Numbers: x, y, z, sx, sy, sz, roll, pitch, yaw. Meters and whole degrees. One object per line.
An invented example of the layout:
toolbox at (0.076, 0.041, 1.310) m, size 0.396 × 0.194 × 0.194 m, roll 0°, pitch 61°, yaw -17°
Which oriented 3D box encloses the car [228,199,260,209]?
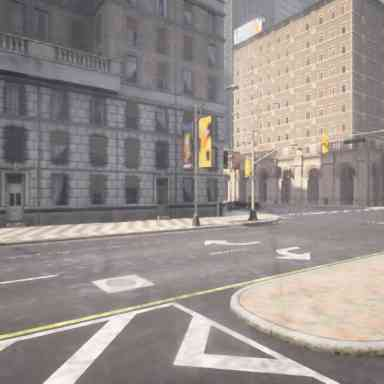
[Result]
car at (7.305, 1.601, 46.491) m, size 1.895 × 1.301 × 4.718 m, roll 0°, pitch 0°, yaw -36°
